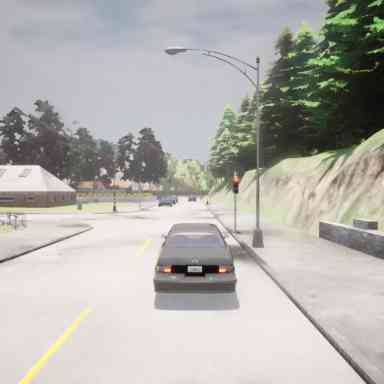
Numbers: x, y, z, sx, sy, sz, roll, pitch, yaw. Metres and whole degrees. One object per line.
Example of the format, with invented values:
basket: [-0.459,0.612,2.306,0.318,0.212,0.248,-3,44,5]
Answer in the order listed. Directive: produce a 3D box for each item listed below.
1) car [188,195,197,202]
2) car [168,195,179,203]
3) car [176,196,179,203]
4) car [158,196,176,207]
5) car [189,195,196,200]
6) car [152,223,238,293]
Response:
car: [0.119,1.515,75.728,2.128,1.511,4.902,0,0,0]
car: [-3.888,1.525,71.193,2.128,1.511,4.902,0,0,0]
car: [-3.970,1.477,61.101,1.882,1.535,5.008,0,0,1]
car: [-4.015,1.564,51.098,1.994,1.385,4.181,0,0,0]
car: [0.135,1.407,86.088,1.812,1.442,4.674,0,0,0]
car: [0.073,1.547,8.975,2.033,1.411,5.357,0,0,0]
